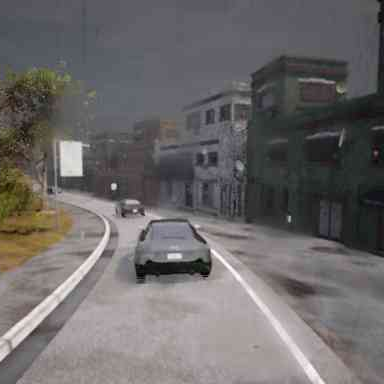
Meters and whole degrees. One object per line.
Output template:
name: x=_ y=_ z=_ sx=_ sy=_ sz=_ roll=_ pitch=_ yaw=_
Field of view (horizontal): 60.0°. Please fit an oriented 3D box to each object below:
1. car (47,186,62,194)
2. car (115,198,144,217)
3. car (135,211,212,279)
car: x=-25.107 y=-0.437 z=60.564 sx=2.033 sy=1.411 sz=5.357 roll=-3 pitch=5 yaw=-34
car: x=-5.275 y=1.260 z=28.067 sx=1.812 sy=1.442 sz=4.674 roll=-2 pitch=2 yaw=-21
car: x=-0.655 y=1.479 z=9.917 sx=1.994 sy=1.385 sz=4.181 roll=-1 pitch=1 yaw=-7
